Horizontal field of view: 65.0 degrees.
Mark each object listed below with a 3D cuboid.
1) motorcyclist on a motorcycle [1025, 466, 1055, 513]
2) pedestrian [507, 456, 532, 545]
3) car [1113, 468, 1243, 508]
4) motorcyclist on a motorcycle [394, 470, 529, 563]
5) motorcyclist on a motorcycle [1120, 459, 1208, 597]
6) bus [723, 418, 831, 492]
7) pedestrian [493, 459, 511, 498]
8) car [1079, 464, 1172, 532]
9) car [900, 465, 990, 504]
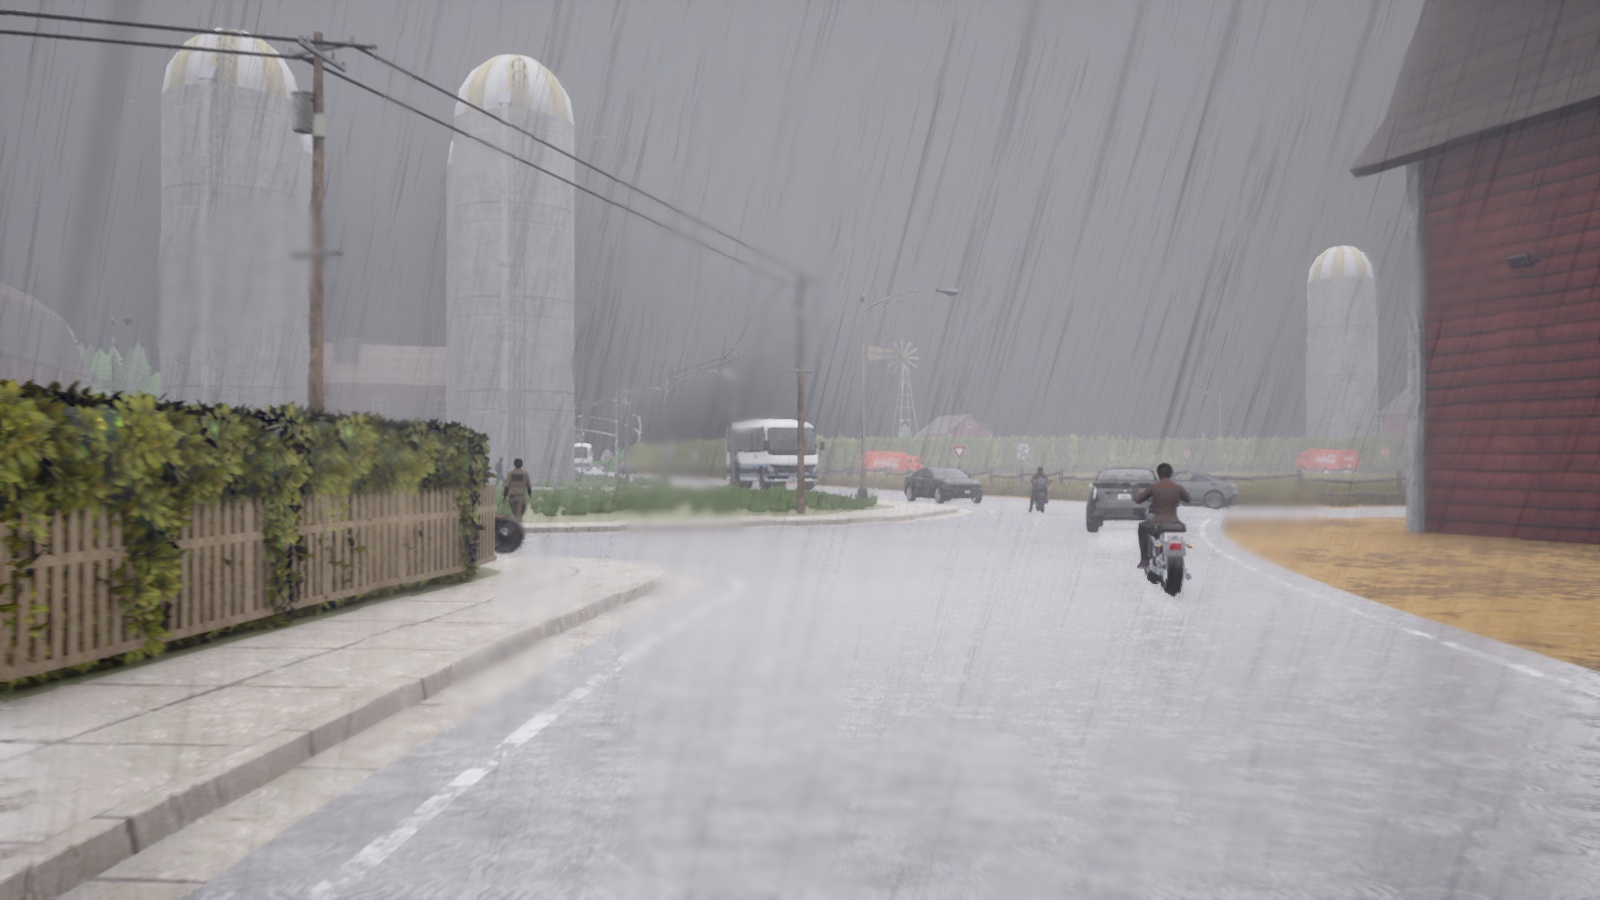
[{"bbox_3d":[8.022,1.289,41.981,0.797,1.523,2.044,-1,-1,6],"label":"motorcyclist on a motorcycle"},{"bbox_3d":[-6.217,1.109,27.837,0.396,1.930,0.692,-1,-1,-2],"label":"pedestrian"},{"bbox_3d":[13.768,1.370,45.763,4.181,1.385,1.994,-1,-1,30],"label":"car"},{"bbox_3d":[-6.321,1.231,23.572,2.350,1.649,0.766,-1,0,-10],"label":"motorcyclist on a motorcycle"},{"bbox_3d":[4.638,0.949,16.151,0.766,1.649,2.350,-1,-1,8],"label":"motorcyclist on a motorcycle"},{"bbox_3d":[-1.611,0.378,77.572,3.944,4.253,10.273,0,-1,-17],"label":"bus"},{"bbox_3d":[-14.230,1.356,59.935,0.370,1.835,0.726,-1,-1,42],"label":"pedestrian"},{"bbox_3d":[7.998,1.106,30.601,2.007,1.525,4.514,-1,-1,17],"label":"car"},{"bbox_3d":[6.031,1.427,52.942,1.882,1.535,5.008,0,-1,-17],"label":"car"}]
